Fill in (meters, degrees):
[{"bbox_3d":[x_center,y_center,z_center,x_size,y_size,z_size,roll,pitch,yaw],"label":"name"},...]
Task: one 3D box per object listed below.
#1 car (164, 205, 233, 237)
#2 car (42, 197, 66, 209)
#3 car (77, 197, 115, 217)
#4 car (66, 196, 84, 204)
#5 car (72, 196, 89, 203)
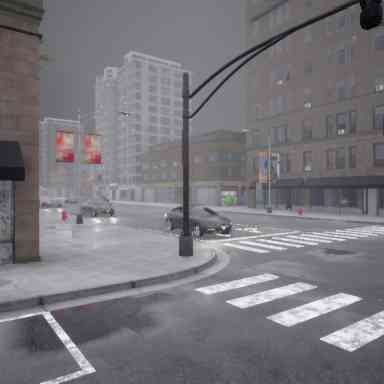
[{"bbox_3d":[0.214,1.487,18.124,1.837,1.490,4.892,0,0,-33],"label":"car"},{"bbox_3d":[-18.968,1.457,44.913,1.812,1.442,4.674,0,0,-35],"label":"car"},{"bbox_3d":[-8.689,1.465,30.599,1.837,1.490,4.892,0,0,-36],"label":"car"},{"bbox_3d":[-21.407,1.450,59.638,2.033,1.411,5.357,0,0,-36],"label":"car"},{"bbox_3d":[-22.243,1.451,66.324,1.994,1.385,4.181,0,0,-36],"label":"car"}]
